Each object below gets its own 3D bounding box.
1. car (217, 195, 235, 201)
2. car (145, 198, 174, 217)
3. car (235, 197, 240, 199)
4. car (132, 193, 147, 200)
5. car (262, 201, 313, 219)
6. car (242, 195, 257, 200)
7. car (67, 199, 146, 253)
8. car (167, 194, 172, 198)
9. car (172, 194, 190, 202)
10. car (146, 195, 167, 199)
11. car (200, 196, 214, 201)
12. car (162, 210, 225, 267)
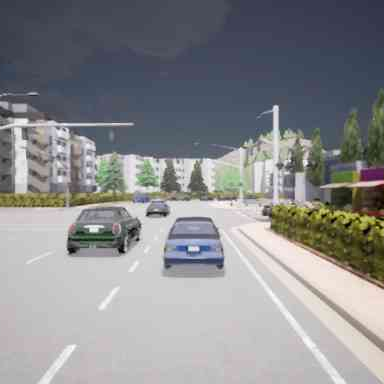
[{"bbox_3d":[7.970,1.561,81.917,1.812,1.442,4.674,0,0,38],"label":"car"},{"bbox_3d":[-3.192,1.579,32.040,1.994,1.385,4.181,0,0,1],"label":"car"},{"bbox_3d":[10.222,1.565,89.525,4.674,1.442,1.812,0,0,-39],"label":"car"},{"bbox_3d":[-10.090,1.250,65.180,2.150,2.045,5.566,0,0,8],"label":"car"},{"bbox_3d":[8.080,1.503,26.544,4.902,1.511,2.128,0,0,-5],"label":"car"},{"bbox_3d":[15.085,1.580,89.040,5.357,1.411,2.033,0,0,-36],"label":"car"},{"bbox_3d":[-3.428,1.359,13.803,2.097,1.767,4.553,0,0,0],"label":"car"},{"bbox_3d":[-5.286,1.392,80.455,2.097,1.767,4.553,0,0,25],"label":"car"},{"bbox_3d":[-2.180,1.391,78.844,2.097,1.767,4.553,0,0,25],"label":"car"},{"bbox_3d":[-6.743,1.630,63.612,1.895,1.301,4.718,0,0,6],"label":"car"},{"bbox_3d":[3.666,1.590,81.920,1.994,1.385,4.181,0,0,35],"label":"car"},{"bbox_3d":[0.063,1.553,11.351,2.033,1.411,5.357,0,0,0],"label":"car"}]
